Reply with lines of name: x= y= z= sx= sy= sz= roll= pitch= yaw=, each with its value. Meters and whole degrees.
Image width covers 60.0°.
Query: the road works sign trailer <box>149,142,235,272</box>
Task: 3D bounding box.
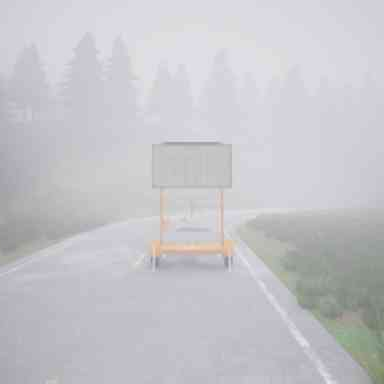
road works sign trailer: x=-0.005 y=0.293 z=10.092 sx=2.380 sy=3.560 sz=2.880 roll=0 pitch=1 yaw=0

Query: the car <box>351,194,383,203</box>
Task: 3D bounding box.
car: x=19.741 y=1.086 z=36.037 sx=5.008 sy=1.535 sz=1.882 roll=-4 pitch=0 yaw=5
